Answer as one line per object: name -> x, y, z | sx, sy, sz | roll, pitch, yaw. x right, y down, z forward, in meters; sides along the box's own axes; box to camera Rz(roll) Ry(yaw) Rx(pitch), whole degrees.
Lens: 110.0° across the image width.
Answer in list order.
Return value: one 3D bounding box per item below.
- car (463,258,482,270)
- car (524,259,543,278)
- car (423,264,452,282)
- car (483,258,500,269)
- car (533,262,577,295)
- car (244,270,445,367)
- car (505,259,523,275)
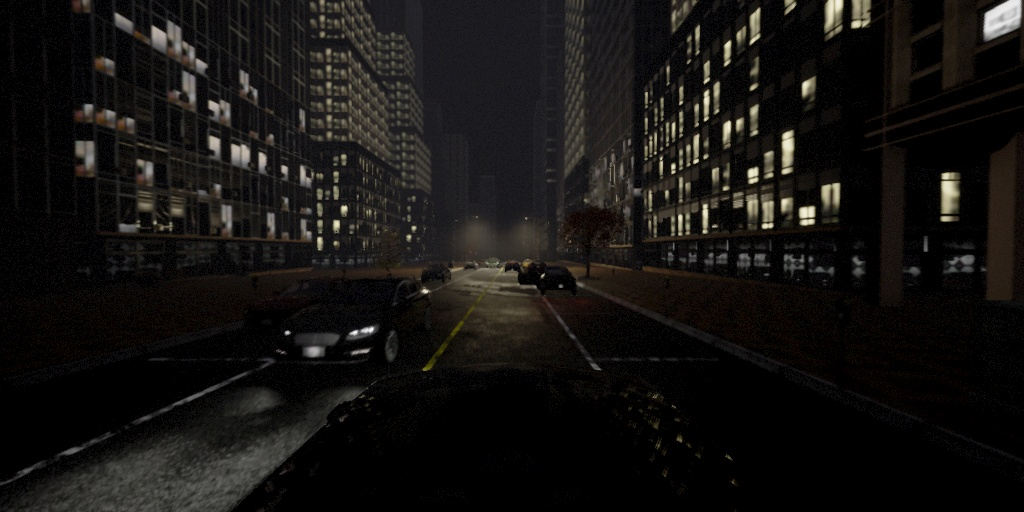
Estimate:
car -> -5.695, 1.271, 49.951 | 2.007, 1.370, 4.403 | 0, 0, 0
car -> 2.688, 1.164, 38.702 | 1.967, 1.591, 4.097 | 0, 0, 0
car -> -5.693, 1.279, 27.451 | 2.007, 1.370, 4.403 | 0, 0, 0
car -> -3.015, 1.070, 57.174 | 2.097, 1.767, 4.553 | 0, 0, 0
car -> 2.351, 1.259, 19.577 | 1.812, 1.442, 4.674 | 0, 0, 0
car -> -3.099, 1.235, 8.058 | 2.128, 1.511, 4.902 | 0, 0, 0
car -> 0.061, 1.323, 45.002 | 1.895, 1.301, 4.718 | 0, 0, 0
